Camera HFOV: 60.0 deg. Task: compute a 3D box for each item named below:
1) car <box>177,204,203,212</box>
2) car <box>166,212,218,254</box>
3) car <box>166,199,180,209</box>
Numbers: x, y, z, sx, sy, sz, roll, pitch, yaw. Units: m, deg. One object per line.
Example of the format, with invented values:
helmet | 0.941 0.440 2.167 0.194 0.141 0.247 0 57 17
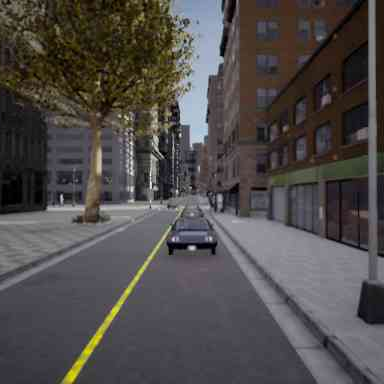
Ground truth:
car | 0.016 1.830 29.288 1.994 1.385 4.181 0 0 0
car | 0.007 1.731 14.099 1.895 1.301 4.718 0 0 0
car | -2.984 1.989 53.737 1.837 1.490 4.892 0 -1 0
